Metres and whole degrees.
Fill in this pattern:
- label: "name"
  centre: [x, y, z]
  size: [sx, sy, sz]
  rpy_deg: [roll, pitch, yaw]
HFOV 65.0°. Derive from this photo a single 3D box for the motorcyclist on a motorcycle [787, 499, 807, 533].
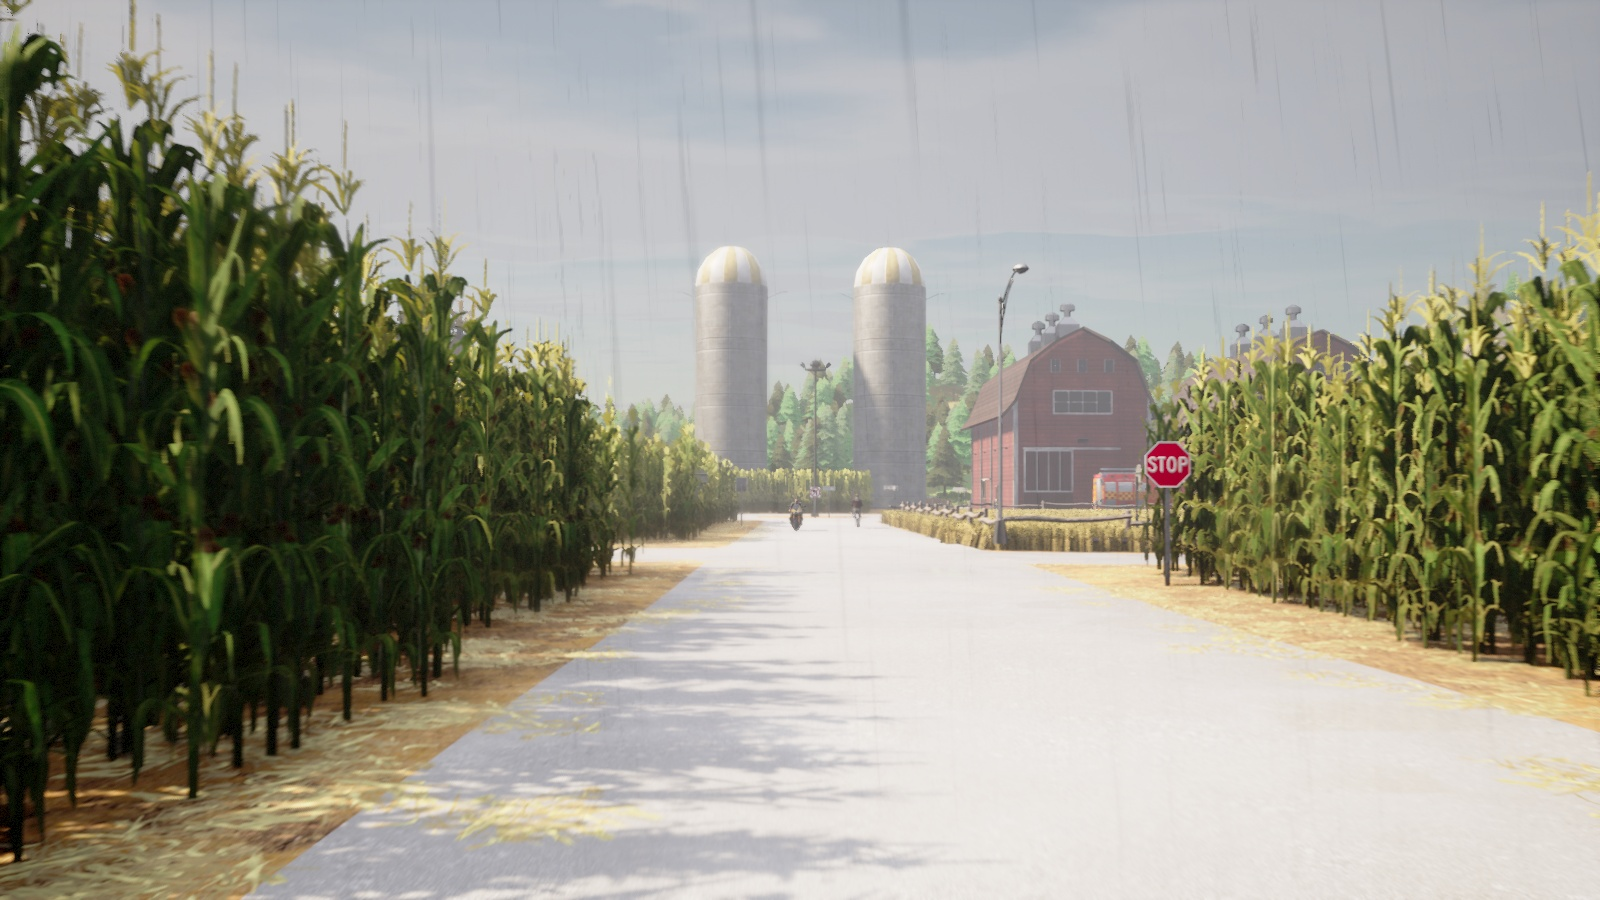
- label: "motorcyclist on a motorcycle"
  centre: [-0.136, 3.035, 58.084]
  size: [0.866, 1.530, 2.191]
  rpy_deg: [0, -2, 0]
